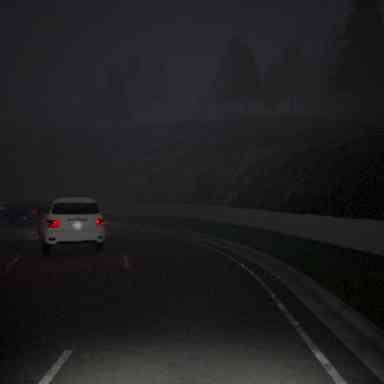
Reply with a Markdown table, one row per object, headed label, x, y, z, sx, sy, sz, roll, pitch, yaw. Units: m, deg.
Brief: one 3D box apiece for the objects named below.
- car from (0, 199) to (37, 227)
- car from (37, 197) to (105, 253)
| label | x | y | z | sx | sy | sz | roll | pitch | yaw |
| --- | --- | --- | --- | --- | --- | --- | --- | --- | --- |
| car | -11.957 | 1.370 | 23.030 | 4.553 | 1.767 | 2.097 | 0 | 0 | 19 |
| car | -5.177 | 1.232 | 14.038 | 2.150 | 2.045 | 5.566 | 1 | -1 | -26 |
